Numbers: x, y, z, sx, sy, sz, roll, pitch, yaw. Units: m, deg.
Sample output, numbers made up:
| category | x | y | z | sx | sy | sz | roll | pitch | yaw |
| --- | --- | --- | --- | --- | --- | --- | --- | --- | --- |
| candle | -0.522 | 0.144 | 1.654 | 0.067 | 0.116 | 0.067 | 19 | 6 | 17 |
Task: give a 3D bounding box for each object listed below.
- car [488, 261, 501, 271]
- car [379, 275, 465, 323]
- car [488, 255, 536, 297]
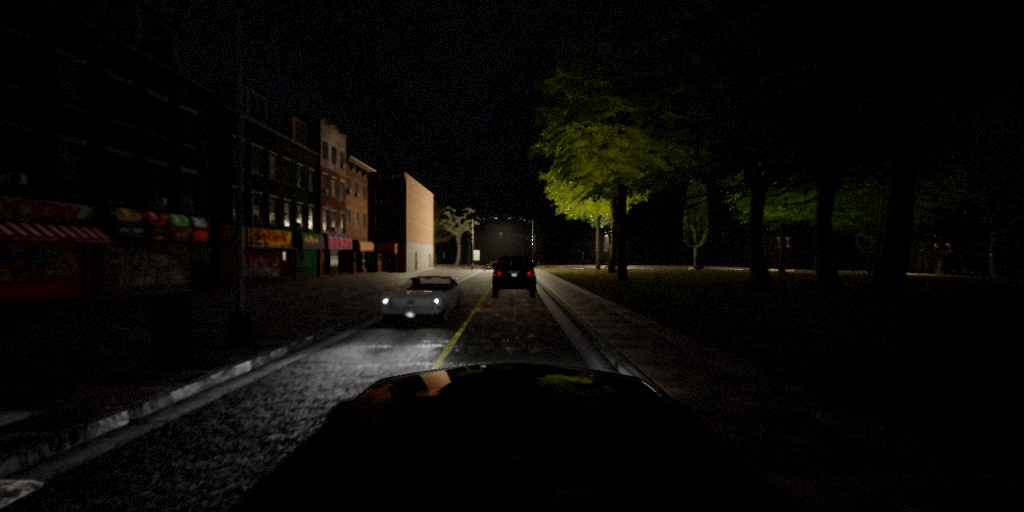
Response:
| category | x | y | z | sx | sy | sz | roll | pitch | yaw |
| --- | --- | --- | --- | --- | --- | --- | --- | --- | --- |
| car | -2.731 | 1.533 | 56.101 | 1.837 | 1.490 | 4.892 | 0 | -1 | 0 |
| car | -2.847 | 1.351 | 12.271 | 1.895 | 1.301 | 4.718 | 0 | 0 | 0 |
| car | 0.105 | 0.981 | 19.288 | 2.150 | 2.045 | 5.566 | 0 | 0 | 0 |
